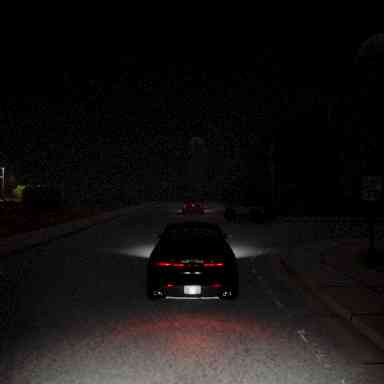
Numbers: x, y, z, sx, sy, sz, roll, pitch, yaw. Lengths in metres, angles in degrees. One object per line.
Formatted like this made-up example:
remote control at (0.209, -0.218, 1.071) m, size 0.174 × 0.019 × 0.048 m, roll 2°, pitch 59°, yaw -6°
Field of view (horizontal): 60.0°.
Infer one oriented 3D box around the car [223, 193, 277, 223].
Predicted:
car at (4.191, 1.116, 24.118) m, size 1.905 × 1.878 × 3.866 m, roll -8°, pitch 4°, yaw -42°

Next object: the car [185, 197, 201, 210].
car at (0.131, 1.472, 43.724) m, size 2.033 × 1.411 × 5.357 m, roll 0°, pitch 0°, yaw 0°

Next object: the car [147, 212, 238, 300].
car at (0.012, 1.492, 8.353) m, size 1.837 × 1.490 × 4.892 m, roll 0°, pitch 0°, yaw 0°

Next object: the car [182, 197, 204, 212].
car at (0.121, 1.295, 33.605) m, size 2.097 × 1.767 × 4.553 m, roll 0°, pitch 0°, yaw 0°
